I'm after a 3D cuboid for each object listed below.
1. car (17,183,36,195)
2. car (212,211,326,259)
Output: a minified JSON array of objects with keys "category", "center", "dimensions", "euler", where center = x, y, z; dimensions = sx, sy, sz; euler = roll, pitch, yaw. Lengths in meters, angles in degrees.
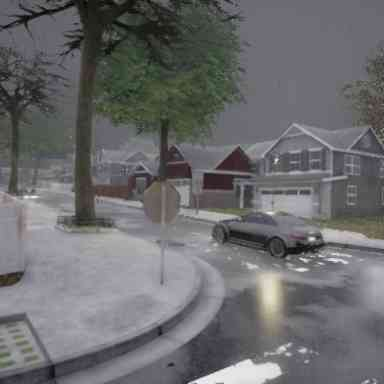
[{"category":"car","center":[-22.105,-0.455,44.306],"dimensions":[2.128,1.511,4.902],"euler":[2,1,-35]},{"category":"car","center":[2.602,1.358,11.990],"dimensions":[1.994,1.385,4.181],"euler":[0,2,-35]}]
